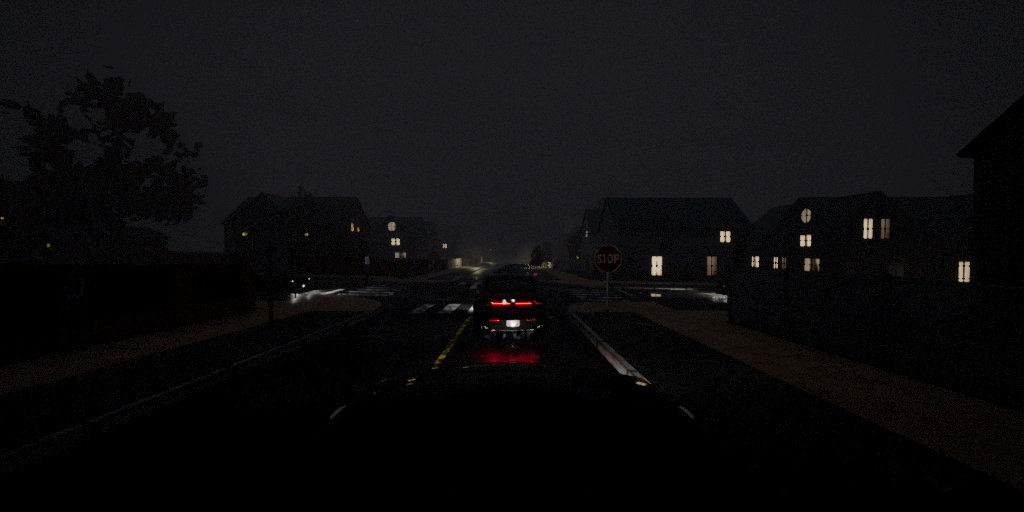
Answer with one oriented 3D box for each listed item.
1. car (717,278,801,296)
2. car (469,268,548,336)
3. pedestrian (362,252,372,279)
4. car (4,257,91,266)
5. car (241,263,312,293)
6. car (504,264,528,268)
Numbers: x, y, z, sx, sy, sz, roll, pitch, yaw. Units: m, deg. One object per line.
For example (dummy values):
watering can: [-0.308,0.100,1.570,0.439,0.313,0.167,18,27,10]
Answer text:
car: [14.324,1.605,20.825,4.181,1.385,1.994,1,1,1]
car: [-0.150,1.251,10.387,1.837,1.490,4.892,0,0,-4]
pedestrian: [-9.701,0.610,24.084,0.375,1.860,0.375,0,0,1]
car: [-23.599,0.826,18.443,4.892,1.490,1.837,1,1,1]
car: [-13.260,1.080,18.286,5.357,1.411,2.033,1,1,1]
car: [0.161,1.274,25.667,2.033,1.411,5.357,0,-1,-20]
